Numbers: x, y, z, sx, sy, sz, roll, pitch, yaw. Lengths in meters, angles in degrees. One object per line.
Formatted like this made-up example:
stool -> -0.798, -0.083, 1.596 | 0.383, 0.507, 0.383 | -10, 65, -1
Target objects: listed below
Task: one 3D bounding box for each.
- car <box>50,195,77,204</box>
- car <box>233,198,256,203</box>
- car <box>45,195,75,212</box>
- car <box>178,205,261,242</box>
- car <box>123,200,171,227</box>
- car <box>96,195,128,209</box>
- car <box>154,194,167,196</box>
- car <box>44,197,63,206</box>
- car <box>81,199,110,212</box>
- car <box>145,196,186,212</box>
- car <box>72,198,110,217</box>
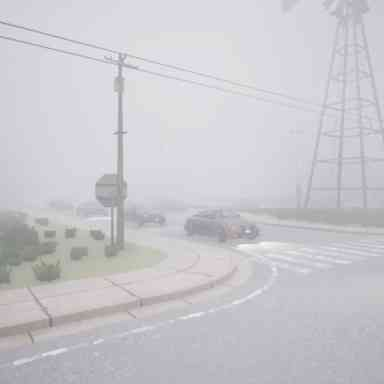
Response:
car -> -25.385, 1.479, 65.780 | 4.611, 1.667, 2.242 | 0, 0, -36
car -> 7.019, 1.519, 44.276 | 3.905, 1.438, 1.784 | 0, 0, -36
car -> -15.563, 1.477, 39.449 | 1.882, 1.535, 5.008 | 0, 0, -36
car -> 1.375, 1.564, 16.371 | 1.994, 1.385, 4.181 | 0, 0, -34
car -> -3.646, 1.525, 23.360 | 1.812, 1.442, 4.674 | 0, 0, -37
car -> -11.080, 1.312, 46.252 | 3.866, 1.878, 1.905 | 0, 0, -36
car -> -6.410, 1.309, 62.305 | 4.605, 1.855, 1.932 | 0, 0, -36
car -> -23.537, 1.563, 56.377 | 1.994, 1.385, 4.181 | 0, 0, -37
car -> -11.840, 1.563, 40.598 | 1.994, 1.385, 4.181 | 0, 0, -37
car -> -2.655, 1.505, 35.711 | 4.193, 1.474, 1.816 | 0, 0, -36
car -> -9.371, 1.564, 31.081 | 1.994, 1.385, 4.181 | 0, 0, -36
